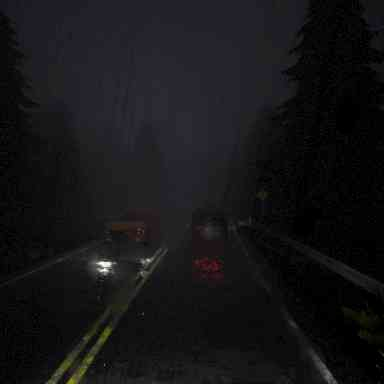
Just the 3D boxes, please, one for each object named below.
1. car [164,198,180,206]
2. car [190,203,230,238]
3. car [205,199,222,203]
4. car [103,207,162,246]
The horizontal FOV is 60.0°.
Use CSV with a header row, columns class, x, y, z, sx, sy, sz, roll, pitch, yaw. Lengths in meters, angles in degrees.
class,x,y,z,sx,sy,sz,roll,pitch,yaw
car,-3.450,1.718,57.671,1.895,1.301,4.718,2,0,-18
car,0.972,1.564,18.112,1.837,1.490,4.892,0,0,4
car,2.688,1.656,40.801,1.837,1.490,4.892,1,0,0
car,-2.626,1.534,15.726,1.882,1.535,5.008,0,0,4
